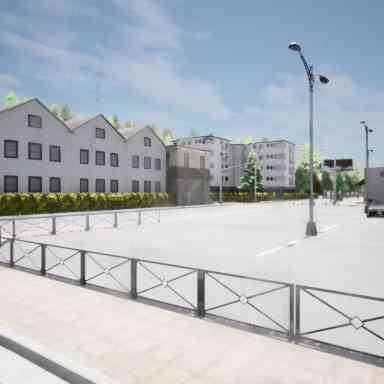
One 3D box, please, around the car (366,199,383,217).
[{"bbox_3d":[15.381,1.298,26.840,2.007,1.523,4.514,0,0,35],"label":"car"}]
